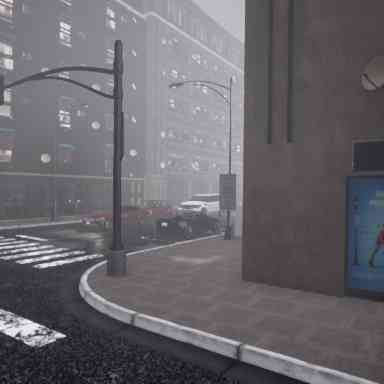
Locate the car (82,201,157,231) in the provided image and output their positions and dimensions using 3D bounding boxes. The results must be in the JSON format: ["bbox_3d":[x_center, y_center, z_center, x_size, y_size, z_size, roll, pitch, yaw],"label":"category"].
[{"bbox_3d":[-4.585,1.487,20.843,1.812,1.442,4.674,1,1,35],"label":"car"}]

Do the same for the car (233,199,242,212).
[{"bbox_3d":[3.027,1.224,36.009,2.192,1.841,5.009,1,1,35],"label":"car"}]

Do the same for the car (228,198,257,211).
[{"bbox_3d":[6.229,1.484,40.589,1.802,1.307,4.206,1,1,35],"label":"car"}]

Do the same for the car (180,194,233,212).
[{"bbox_3d":[1.081,1.172,28.932,2.150,2.045,5.566,1,1,35],"label":"car"}]

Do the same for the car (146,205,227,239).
[{"bbox_3d":[-0.134,1.599,17.759,1.947,1.339,4.313,1,1,35],"label":"car"}]

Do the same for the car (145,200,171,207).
[{"bbox_3d":[-3.383,1.363,26.854,1.967,1.590,4.097,1,1,35],"label":"car"}]
